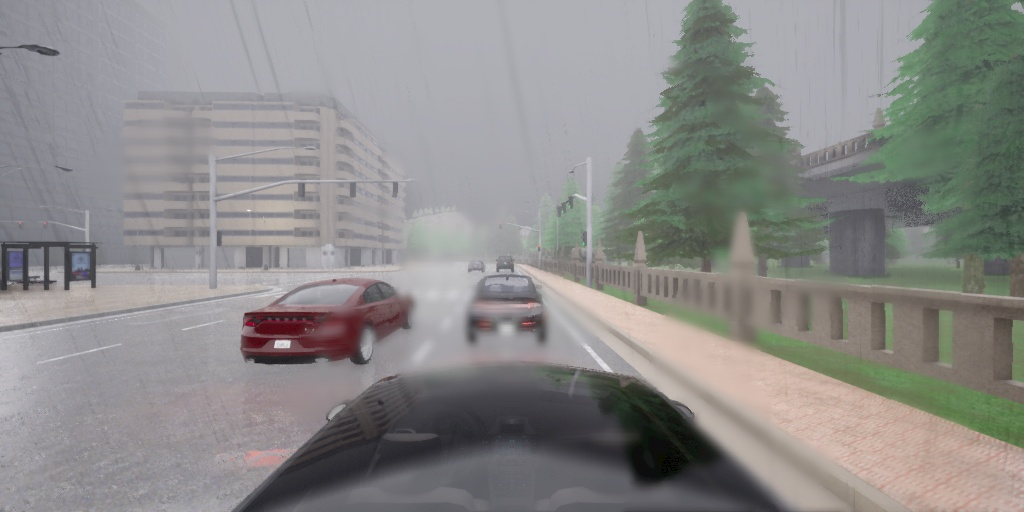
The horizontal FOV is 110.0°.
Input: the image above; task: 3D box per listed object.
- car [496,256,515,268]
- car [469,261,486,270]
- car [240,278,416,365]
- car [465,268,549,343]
[{"bbox_3d":[-0.865,0.972,45.332,2.150,2.045,5.566,0,0,-1],"label":"car"},{"bbox_3d":[-4.367,1.298,45.009,2.033,1.411,5.357,0,0,-1],"label":"car"},{"bbox_3d":[-3.595,1.228,8.081,1.882,1.535,5.008,0,0,0],"label":"car"},{"bbox_3d":[-0.127,1.242,9.643,2.128,1.511,4.902,0,0,-1],"label":"car"}]
